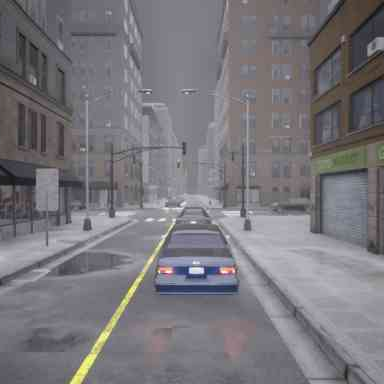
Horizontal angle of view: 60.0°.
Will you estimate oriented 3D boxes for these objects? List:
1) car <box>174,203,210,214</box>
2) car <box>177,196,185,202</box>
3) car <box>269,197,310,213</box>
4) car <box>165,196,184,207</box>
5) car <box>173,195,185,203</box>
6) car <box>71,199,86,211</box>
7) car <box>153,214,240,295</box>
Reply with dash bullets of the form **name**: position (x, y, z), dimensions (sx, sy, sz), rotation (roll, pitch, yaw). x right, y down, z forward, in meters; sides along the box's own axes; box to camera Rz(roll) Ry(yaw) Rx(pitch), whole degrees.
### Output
- **car**: position (0.095, 1.563, 19.399), dimensions (1.994, 1.385, 4.181), rotation (0, 0, 1)
- **car**: position (-2.614, 1.599, 78.931), dimensions (1.895, 1.301, 4.718), rotation (0, 0, 0)
- **car**: position (10.904, 1.353, 36.720), dimensions (4.553, 1.767, 2.097), rotation (0, 0, 0)
- **car**: position (-2.785, 1.351, 49.885), dimensions (2.097, 1.767, 4.553), rotation (0, 0, 1)
- **car**: position (-2.641, 1.493, 68.618), dimensions (2.128, 1.511, 4.902), rotation (0, 0, 0)
- **car**: position (-14.677, 1.539, 39.337), dimensions (4.313, 1.339, 1.947), rotation (0, 0, 0)
- **car**: position (0.098, 1.547, 8.853), dimensions (2.033, 1.411, 5.357), rotation (0, 0, 0)
